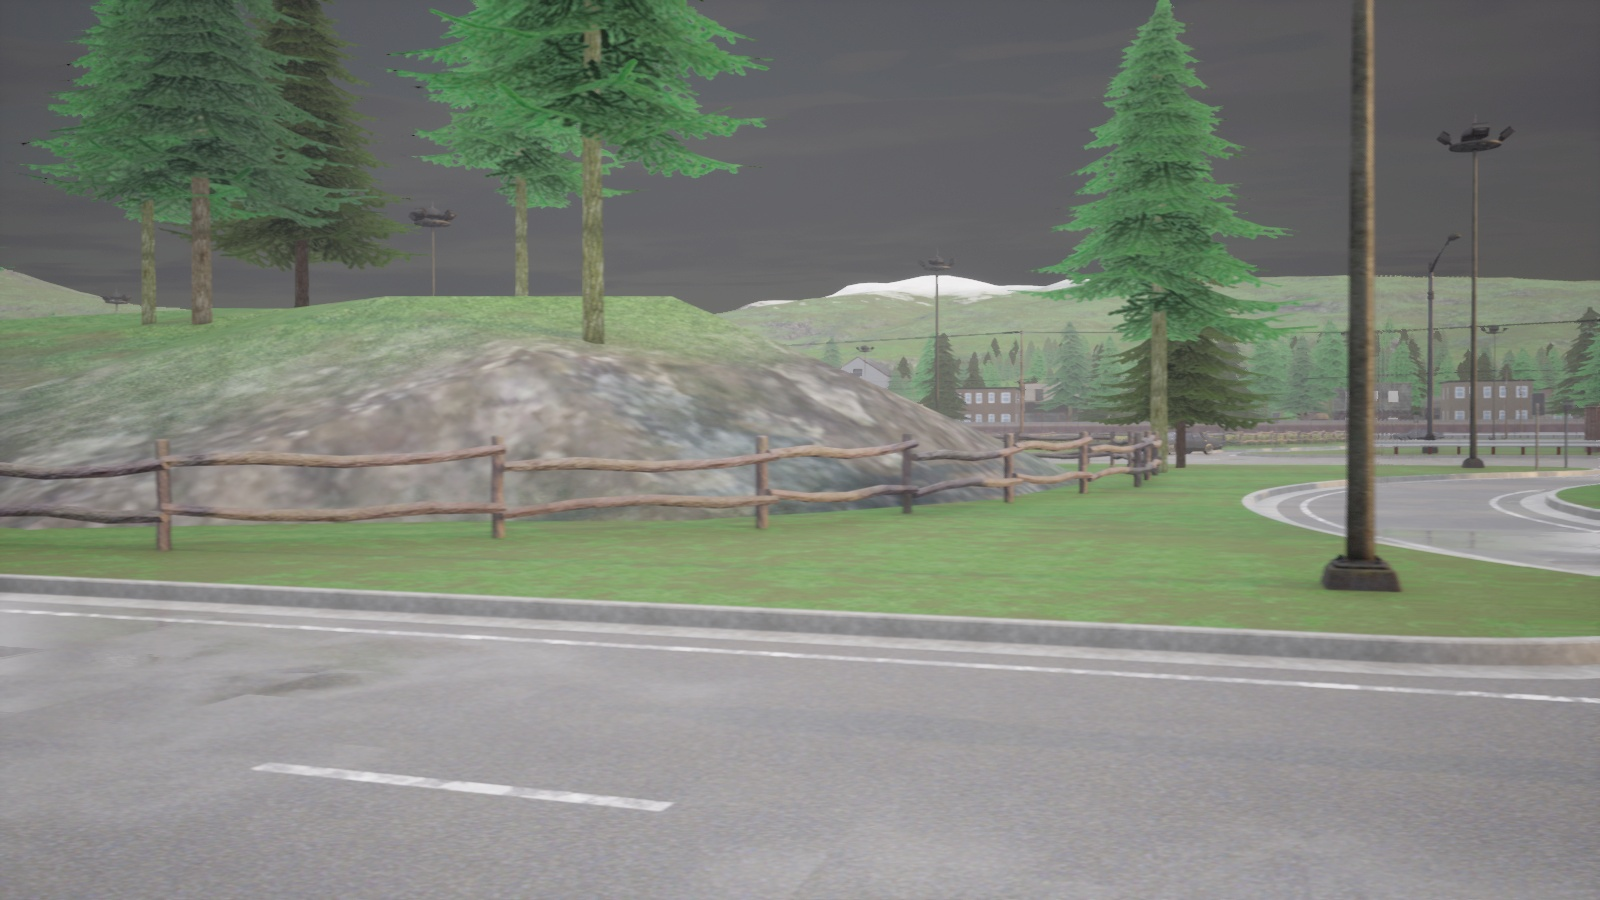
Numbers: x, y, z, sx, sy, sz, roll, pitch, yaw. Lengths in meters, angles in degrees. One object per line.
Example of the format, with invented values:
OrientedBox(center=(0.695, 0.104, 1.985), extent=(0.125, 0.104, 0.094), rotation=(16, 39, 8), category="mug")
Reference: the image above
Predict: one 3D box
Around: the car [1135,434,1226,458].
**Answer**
OrientedBox(center=(22.851, -0.246, 75.336), extent=(5.357, 1.411, 2.033), rotation=(0, 1, -29), category="car")

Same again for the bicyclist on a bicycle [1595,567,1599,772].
OrientedBox(center=(4.462, 0.710, 5.384), extent=(1.656, 1.620, 0.582), rotation=(1, 1, 19), category="bicyclist on a bicycle")
